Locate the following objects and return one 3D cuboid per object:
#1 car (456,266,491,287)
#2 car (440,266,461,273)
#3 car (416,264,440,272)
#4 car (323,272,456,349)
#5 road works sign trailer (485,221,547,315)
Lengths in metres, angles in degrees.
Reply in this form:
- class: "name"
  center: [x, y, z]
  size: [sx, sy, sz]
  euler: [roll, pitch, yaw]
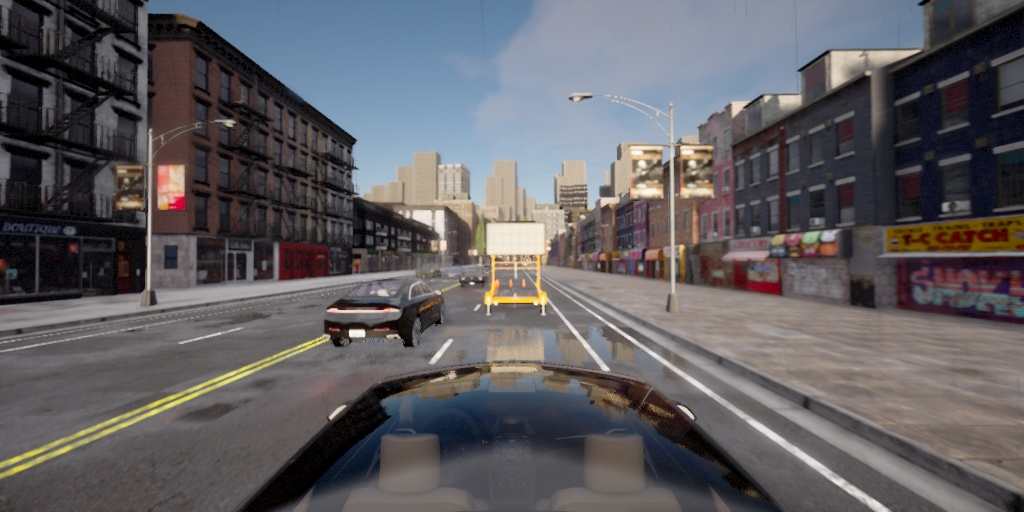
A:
- class: "car"
  center: [-2.847, 1.709, 27.954]
  size: [1.895, 1.301, 4.718]
  euler: [0, -1, 1]
- class: "car"
  center: [-6.170, 1.797, 39.093]
  size: [1.812, 1.442, 4.674]
  euler: [0, -1, 1]
- class: "car"
  center: [-9.403, 1.654, 40.609]
  size: [2.097, 1.767, 4.553]
  euler: [0, -1, 1]
- class: "car"
  center: [-3.044, 1.351, 9.530]
  size: [2.128, 1.511, 4.902]
  euler: [0, -1, 1]
- class: "road works sign trailer"
  center: [0.162, 0.379, 14.448]
  size: [2.380, 3.560, 2.880]
  euler: [0, 0, 1]
